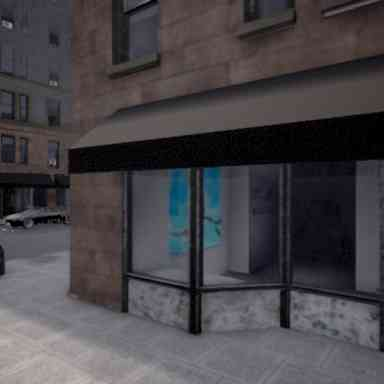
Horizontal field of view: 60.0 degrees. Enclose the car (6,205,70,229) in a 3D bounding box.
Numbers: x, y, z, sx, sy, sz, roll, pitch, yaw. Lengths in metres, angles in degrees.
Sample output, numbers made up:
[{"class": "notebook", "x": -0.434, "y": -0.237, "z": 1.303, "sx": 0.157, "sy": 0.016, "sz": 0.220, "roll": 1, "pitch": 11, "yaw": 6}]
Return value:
[{"class": "car", "x": -9.668, "y": 1.544, "z": 21.663, "sx": 1.947, "sy": 1.339, "sz": 4.313, "roll": 0, "pitch": 0, "yaw": 35}]
